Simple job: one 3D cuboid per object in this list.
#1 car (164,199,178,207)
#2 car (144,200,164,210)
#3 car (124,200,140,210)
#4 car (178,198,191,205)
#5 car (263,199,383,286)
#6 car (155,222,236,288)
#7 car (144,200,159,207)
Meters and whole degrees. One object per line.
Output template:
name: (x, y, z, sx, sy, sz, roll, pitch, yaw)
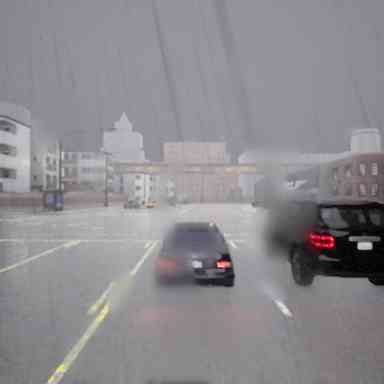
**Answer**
car: (-4.869, 2.138, 67.940, 2.097, 1.767, 4.553, 0, -1, 11)
car: (-6.143, 2.023, 52.618, 1.882, 1.535, 5.008, 0, -1, 4)
car: (-9.595, 2.085, 53.555, 1.812, 1.442, 4.674, 0, -1, 4)
car: (-2.149, 2.393, 82.743, 1.837, 1.490, 4.892, -1, -1, 36)
car: (3.576, 1.216, 9.536, 2.150, 2.045, 5.566, 0, 0, 0)
car: (0.075, 1.542, 9.305, 2.033, 1.411, 5.357, 0, 0, 0)
car: (-8.280, 2.317, 68.728, 1.812, 1.442, 4.674, 0, -1, 11)
